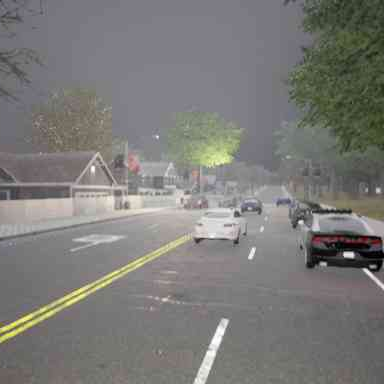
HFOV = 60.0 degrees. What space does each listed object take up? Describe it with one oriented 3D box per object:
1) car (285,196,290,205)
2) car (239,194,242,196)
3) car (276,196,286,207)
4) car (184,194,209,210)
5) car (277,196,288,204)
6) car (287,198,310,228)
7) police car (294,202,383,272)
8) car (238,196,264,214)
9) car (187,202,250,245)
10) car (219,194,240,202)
[{"bbox_3d":[8.550,1.317,26.210,1.837,1.490,4.892,0,0,15],"label":"car"},{"bbox_3d":[10.758,1.202,77.552,1.812,1.442,4.674,0,0,15],"label":"car"},{"bbox_3d":[12.859,1.276,46.621,1.882,1.535,5.008,0,0,15],"label":"car"},{"bbox_3d":[0.545,1.118,38.477,2.097,1.767,4.553,0,0,15],"label":"car"},{"bbox_3d":[17.090,1.507,63.103,1.895,1.301,4.718,0,0,15],"label":"car"},{"bbox_3d":[7.047,1.352,20.400,1.837,1.490,4.892,0,0,15],"label":"car"},{"bbox_3d":[4.570,1.349,10.824,1.930,1.638,5.238,0,0,15],"label":"police car"},{"bbox_3d":[5.725,1.313,31.796,1.812,1.442,4.674,0,0,14],"label":"car"},{"bbox_3d":[1.361,1.416,14.887,1.812,1.442,4.674,0,0,15],"label":"car"},{"bbox_3d":[4.364,1.297,40.312,1.812,1.442,4.674,0,0,15],"label":"car"}]
